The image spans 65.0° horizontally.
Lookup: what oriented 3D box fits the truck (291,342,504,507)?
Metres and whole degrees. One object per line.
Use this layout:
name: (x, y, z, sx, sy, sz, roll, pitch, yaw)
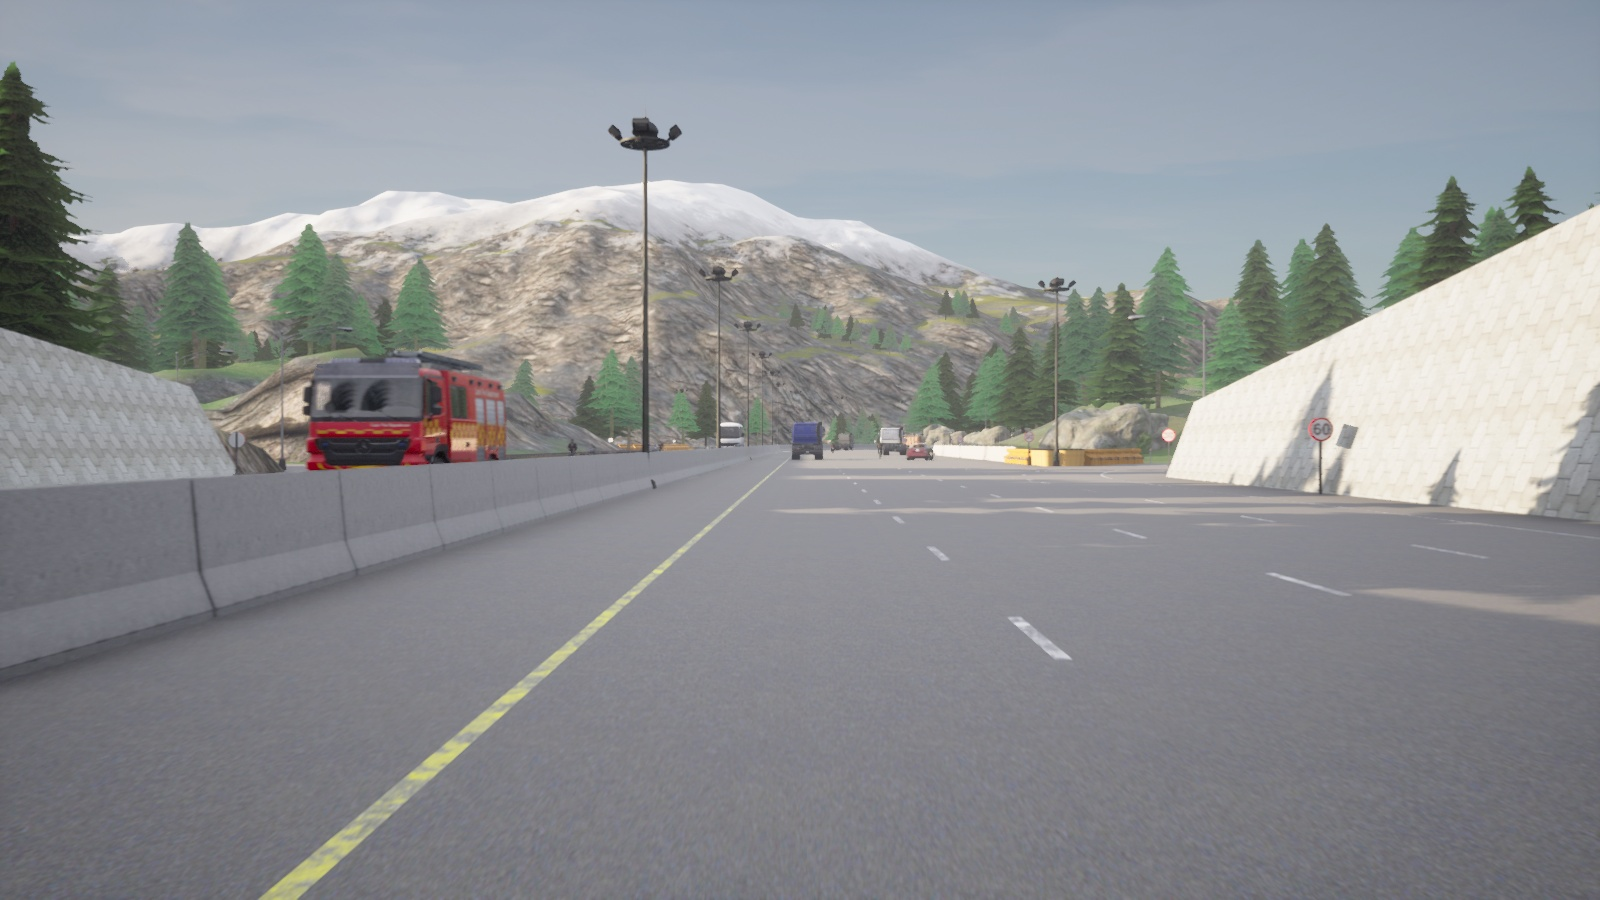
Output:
truck: (-10.295, -0.614, 33.258, 2.891, 3.827, 8.468, 0, 0, 0)
